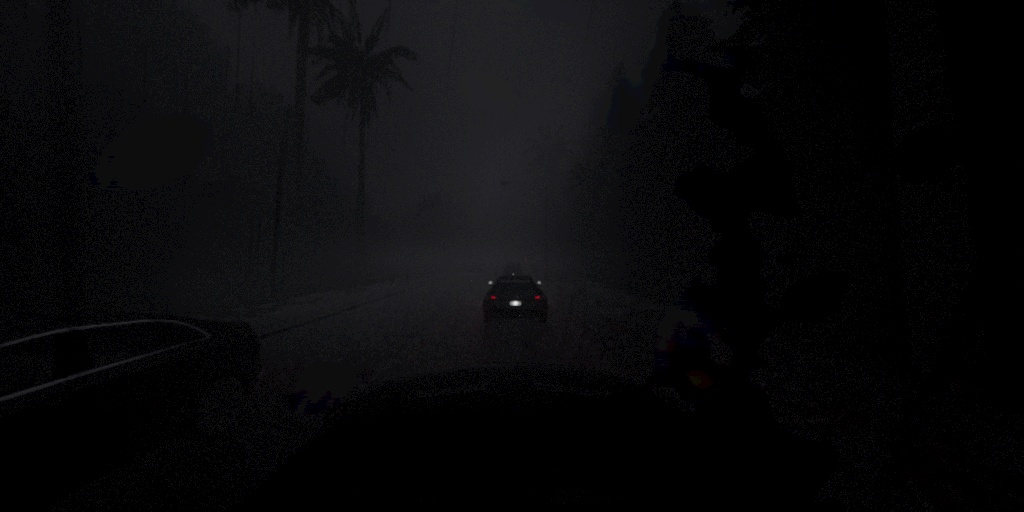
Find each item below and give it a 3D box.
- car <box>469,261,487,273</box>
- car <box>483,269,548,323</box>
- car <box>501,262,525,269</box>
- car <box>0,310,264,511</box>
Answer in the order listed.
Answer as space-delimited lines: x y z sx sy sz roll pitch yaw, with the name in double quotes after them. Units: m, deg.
-4.094 1.355 44.187 2.033 1.411 5.357 0 0 0 "car"
0.101 1.329 12.281 1.994 1.385 4.181 0 0 0 "car"
0.103 1.300 33.274 1.837 1.490 4.892 0 0 0 "car"
-4.101 1.243 2.557 2.128 1.511 4.902 0 0 0 "car"
